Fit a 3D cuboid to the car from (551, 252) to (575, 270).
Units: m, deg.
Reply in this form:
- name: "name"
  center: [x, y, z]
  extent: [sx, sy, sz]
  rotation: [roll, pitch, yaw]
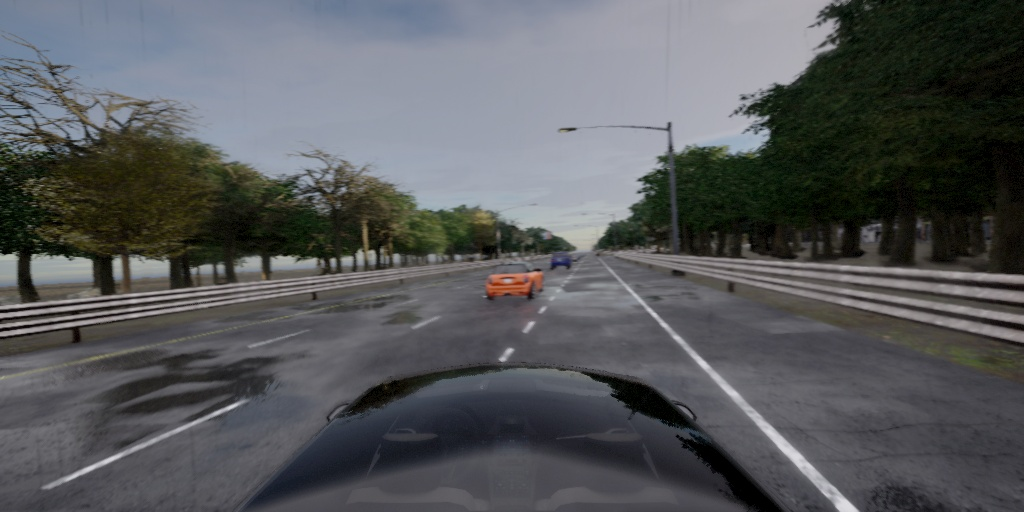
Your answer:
- name: "car"
  center: [5.928, 0.546, 42.919]
  extent: [2.150, 2.045, 5.566]
  rotation: [-3, 0, 12]

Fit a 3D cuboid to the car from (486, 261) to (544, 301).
- name: "car"
  center: [0.280, 1.050, 17.345]
  extent: [2.097, 1.767, 4.553]
  rotation: [-3, 0, 12]
